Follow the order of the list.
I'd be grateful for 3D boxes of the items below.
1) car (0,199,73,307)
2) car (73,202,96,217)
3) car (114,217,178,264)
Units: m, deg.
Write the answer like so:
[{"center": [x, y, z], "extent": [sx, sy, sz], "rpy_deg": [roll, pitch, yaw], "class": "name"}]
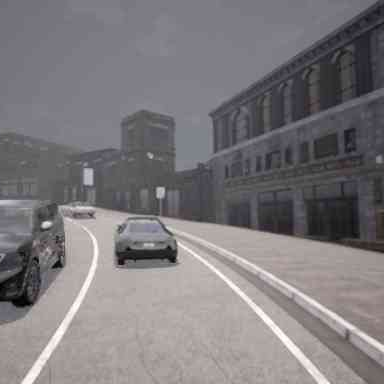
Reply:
[{"center": [-4.557, 1.225, 8.165], "extent": [2.150, 2.045, 5.566], "rpy_deg": [1, 0, -12], "class": "car"}, {"center": [-10.435, 1.572, 30.226], "extent": [1.895, 1.301, 4.718], "rpy_deg": [3, -1, -36], "class": "car"}, {"center": [-1.796, 1.596, 12.121], "extent": [1.994, 1.385, 4.181], "rpy_deg": [1, 0, -14], "class": "car"}]
